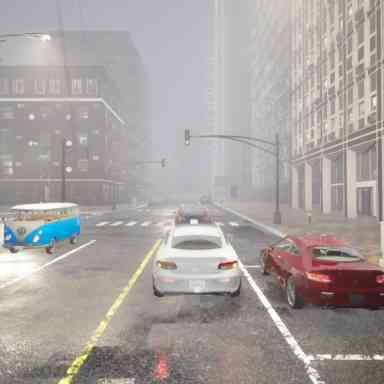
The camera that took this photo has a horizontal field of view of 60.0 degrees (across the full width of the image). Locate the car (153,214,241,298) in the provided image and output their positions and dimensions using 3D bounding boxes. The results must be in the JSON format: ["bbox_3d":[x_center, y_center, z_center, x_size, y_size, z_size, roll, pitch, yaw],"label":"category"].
[{"bbox_3d":[0.103,1.528,8.404,1.812,1.442,4.674,0,0,0],"label":"car"}]

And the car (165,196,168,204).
[{"bbox_3d":[-5.692,1.564,56.764,2.008,1.369,4.403,1,0,0],"label":"car"}]

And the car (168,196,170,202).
[{"bbox_3d":[-5.694,1.581,62.419,1.947,1.339,4.313,1,0,0],"label":"car"}]

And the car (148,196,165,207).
[{"bbox_3d":[-5.691,1.564,51.109,2.008,1.369,4.403,1,0,0],"label":"car"}]

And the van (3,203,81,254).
[{"bbox_3d":[-5.765,1.345,13.193,1.690,1.788,3.998,1,0,0],"label":"van"}]

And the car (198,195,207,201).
[{"bbox_3d":[2.680,1.569,85.042,2.008,1.369,4.403,1,0,0],"label":"car"}]

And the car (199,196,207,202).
[{"bbox_3d":[2.681,1.599,79.387,1.802,1.307,4.206,1,0,0],"label":"car"}]

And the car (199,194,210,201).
[{"bbox_3d":[2.690,1.330,62.423,2.192,1.841,5.009,1,0,0],"label":"car"}]

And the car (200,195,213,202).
[{"bbox_3d":[2.687,1.596,56.768,1.802,1.307,4.206,1,0,0],"label":"car"}]

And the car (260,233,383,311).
[{"bbox_3d":[2.699,1.584,7.511,1.802,1.307,4.206,1,0,0],"label":"car"}]

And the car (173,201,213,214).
[{"bbox_3d":[-0.011,1.510,18.877,2.163,1.488,4.792,0,0,-2],"label":"car"}]

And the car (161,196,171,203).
[{"bbox_3d":[-5.697,1.598,73.728,1.802,1.307,4.206,1,0,0],"label":"car"}]
